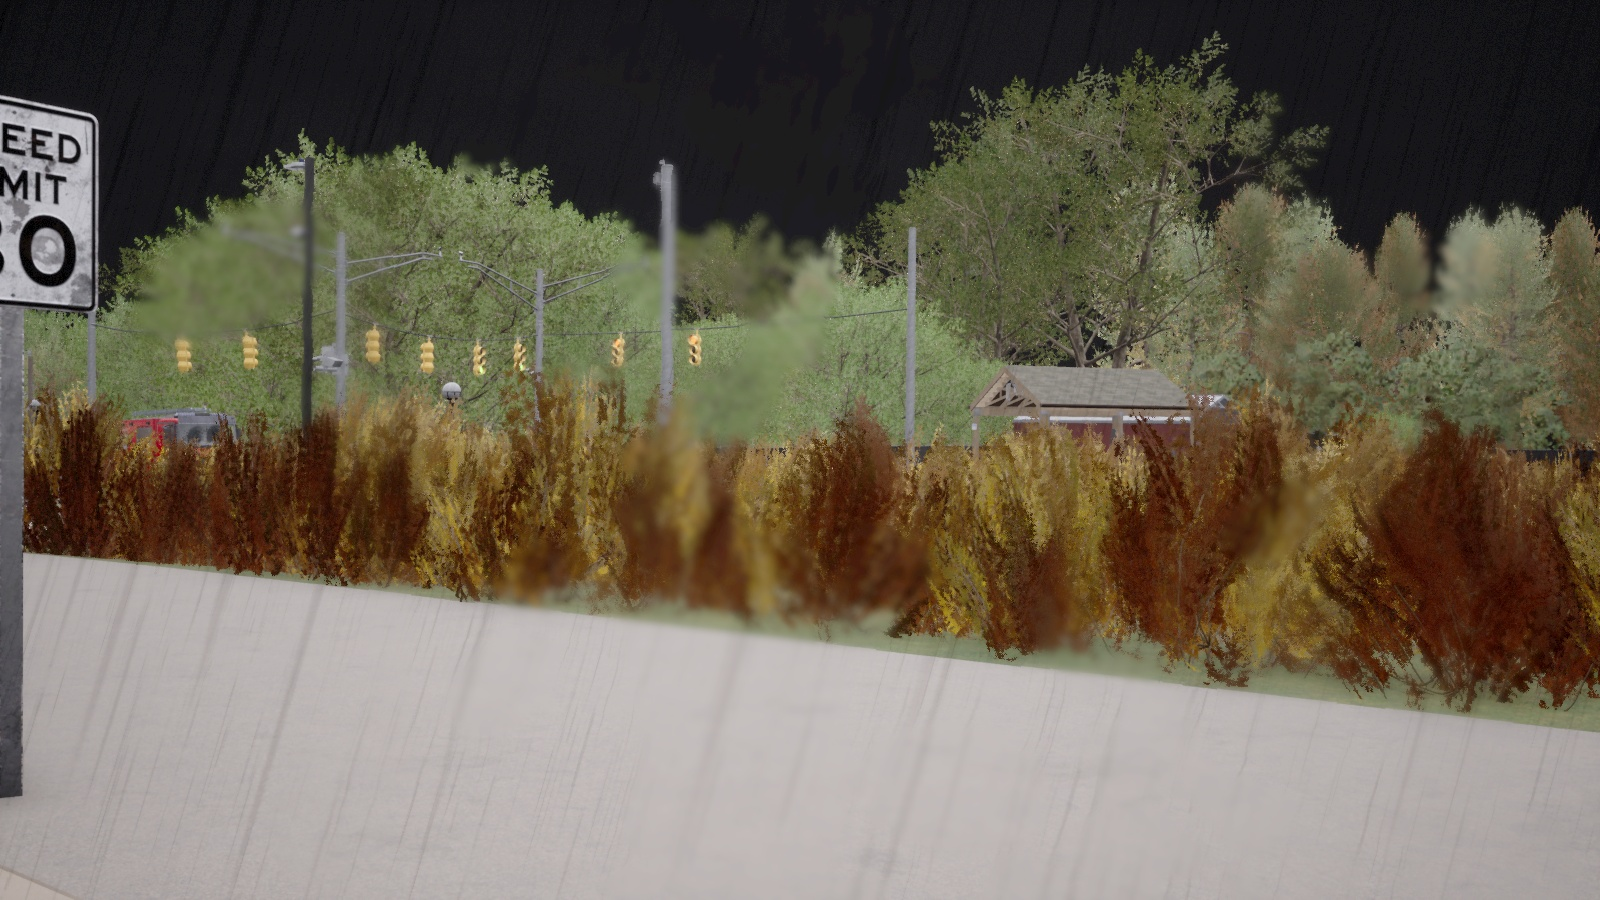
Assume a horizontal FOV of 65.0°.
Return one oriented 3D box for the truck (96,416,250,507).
[{"bbox_3d":[-28.529,0.575,56.951,8.468,3.827,2.891,-2,0,39],"label":"truck"}]
